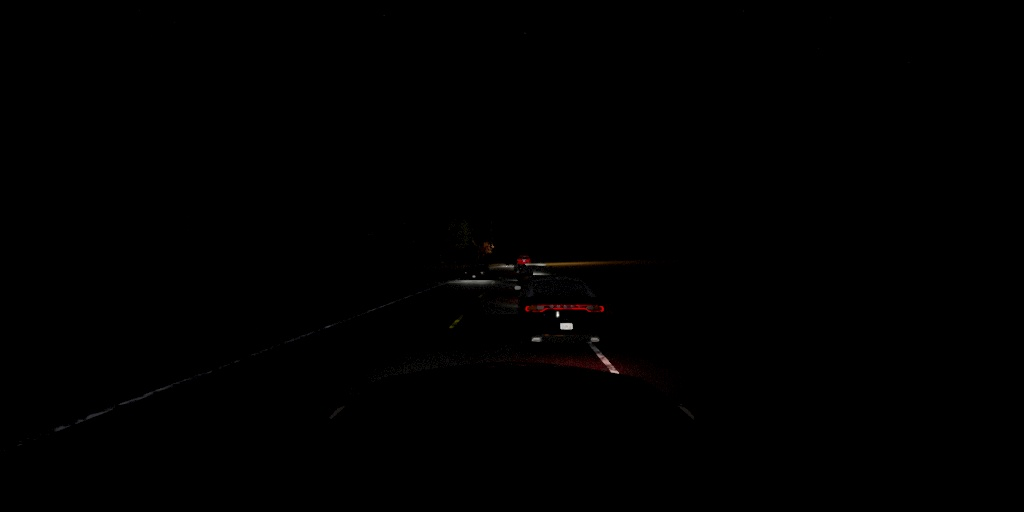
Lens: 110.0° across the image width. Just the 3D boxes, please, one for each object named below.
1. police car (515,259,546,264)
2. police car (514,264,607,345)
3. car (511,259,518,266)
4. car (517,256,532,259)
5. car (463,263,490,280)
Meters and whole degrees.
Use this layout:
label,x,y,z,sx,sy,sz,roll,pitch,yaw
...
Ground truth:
label,x,y,z,sx,sy,sz,roll,pitch,yaw
police car,1.272,1.175,19.588,1.930,1.638,5.238,0,0,1
police car,1.099,1.175,9.623,1.930,1.638,5.238,0,0,1
car,1.308,1.344,46.810,1.895,1.301,4.718,0,0,4
car,2.099,0.956,59.935,2.150,2.045,5.566,0,0,4
car,-2.994,1.296,31.851,2.033,1.411,5.357,0,0,2
